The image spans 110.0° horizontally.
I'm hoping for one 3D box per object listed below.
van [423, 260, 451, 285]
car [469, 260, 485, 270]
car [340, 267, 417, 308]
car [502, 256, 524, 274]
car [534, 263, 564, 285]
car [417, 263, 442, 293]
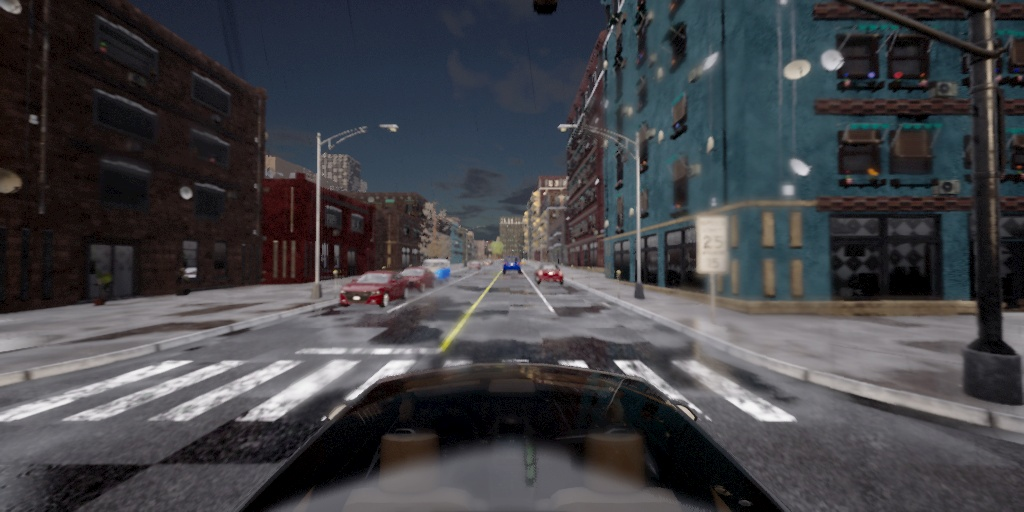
[{"bbox_3d":[-5.693,1.149,26.903,1.690,1.789,3.998,0,0,0],"label":"van"},{"bbox_3d":[-5.697,1.459,55.336,1.802,1.307,4.207,0,0,0],"label":"car"},{"bbox_3d":[-5.769,1.327,15.534,1.888,1.381,4.507,0,0,0],"label":"car"},{"bbox_3d":[-0.006,1.068,42.820,2.150,2.045,5.566,0,0,0],"label":"car"},{"bbox_3d":[2.687,1.249,26.965,1.967,1.591,4.097,0,0,0],"label":"car"},{"bbox_3d":[-5.693,1.340,21.215,1.888,1.381,4.507,0,0,0],"label":"car"}]
